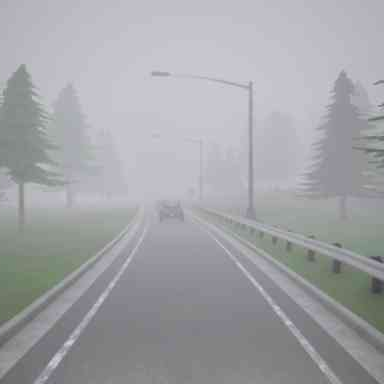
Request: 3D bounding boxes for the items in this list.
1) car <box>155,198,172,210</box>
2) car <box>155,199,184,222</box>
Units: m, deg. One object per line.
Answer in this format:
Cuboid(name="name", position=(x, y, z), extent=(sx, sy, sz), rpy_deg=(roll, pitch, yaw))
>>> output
Cuboid(name="car", position=(-3.727, 1.551, 42.628), extent=(1.994, 1.385, 4.181), rpy_deg=(0, 0, -8))
Cuboid(name="car", position=(-1.697, 1.482, 26.444), extent=(2.128, 1.511, 4.902), rpy_deg=(0, 0, -6))
